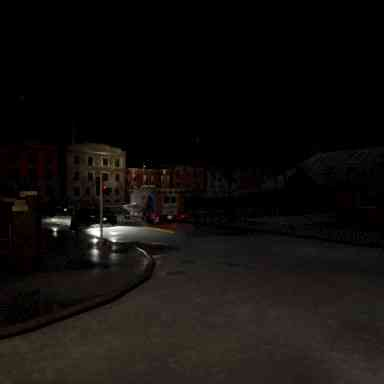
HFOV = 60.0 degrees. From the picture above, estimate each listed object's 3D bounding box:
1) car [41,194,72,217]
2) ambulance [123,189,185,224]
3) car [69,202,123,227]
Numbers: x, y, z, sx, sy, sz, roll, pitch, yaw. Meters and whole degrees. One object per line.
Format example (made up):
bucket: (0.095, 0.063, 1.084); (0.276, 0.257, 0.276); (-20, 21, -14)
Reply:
car: (-12.789, 1.222, 31.658); (2.150, 2.045, 5.566); (0, 0, -35)
ambulance: (-3.152, 1.031, 24.993); (2.351, 2.431, 6.366); (0, 0, -35)
car: (-6.737, 1.564, 22.972); (1.994, 1.385, 4.181); (0, 0, -35)
